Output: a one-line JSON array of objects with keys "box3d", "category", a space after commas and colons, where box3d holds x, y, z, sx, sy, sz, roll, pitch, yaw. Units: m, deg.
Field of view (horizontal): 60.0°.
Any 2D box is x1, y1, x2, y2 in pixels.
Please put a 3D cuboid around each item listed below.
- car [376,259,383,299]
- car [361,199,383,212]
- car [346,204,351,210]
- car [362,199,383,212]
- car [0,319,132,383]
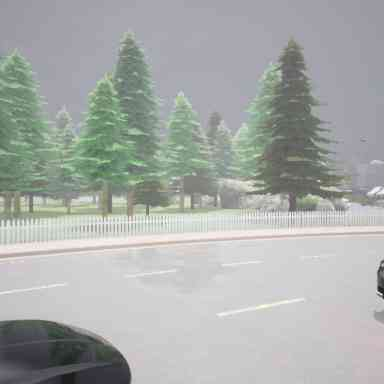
[{"box3d": [5.653, 1.492, 6.125, 4.902, 1.511, 2.128, 0, 0, -23], "category": "car"}, {"box3d": [23.056, 1.581, 41.129, 1.812, 1.442, 4.674, 0, 0, -4], "category": "car"}, {"box3d": [19.290, 1.277, 45.247, 2.150, 2.045, 5.566, 0, 0, -4], "category": "car"}, {"box3d": [19.859, 1.619, 36.075, 1.994, 1.385, 4.181, 0, 0, -3], "category": "car"}, {"box3d": [-2.700, 1.478, 1.637, 5.008, 1.535, 1.882, 0, 0, -36], "category": "car"}]
